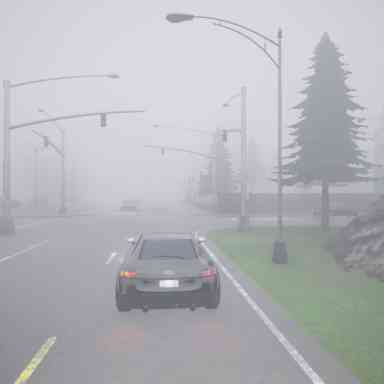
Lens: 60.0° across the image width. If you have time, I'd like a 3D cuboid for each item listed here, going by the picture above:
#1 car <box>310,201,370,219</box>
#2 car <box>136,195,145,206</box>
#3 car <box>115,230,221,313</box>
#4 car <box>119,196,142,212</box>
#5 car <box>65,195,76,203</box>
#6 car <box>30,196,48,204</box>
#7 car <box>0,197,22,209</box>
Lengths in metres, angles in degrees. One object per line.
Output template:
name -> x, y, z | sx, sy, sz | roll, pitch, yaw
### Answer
car -> 12.626, 1.491, 28.457 | 4.902, 1.511, 2.128 | 0, 0, -7
car -> -8.975, 1.352, 55.818 | 2.097, 1.767, 4.553 | 0, 0, -5
car -> -0.584, 1.564, 7.784 | 1.994, 1.385, 4.181 | 0, 0, -5
car -> -7.347, 1.547, 39.119 | 2.033, 1.411, 5.357 | 0, 0, -6
car -> -23.754, 1.374, 64.361 | 1.845, 1.501, 3.633 | 0, 0, -5
car -> -26.068, 1.384, 56.706 | 1.970, 1.475, 3.806 | 0, 0, -5
car -> -21.450, 1.339, 38.429 | 2.007, 1.523, 4.514 | 0, 0, -5
